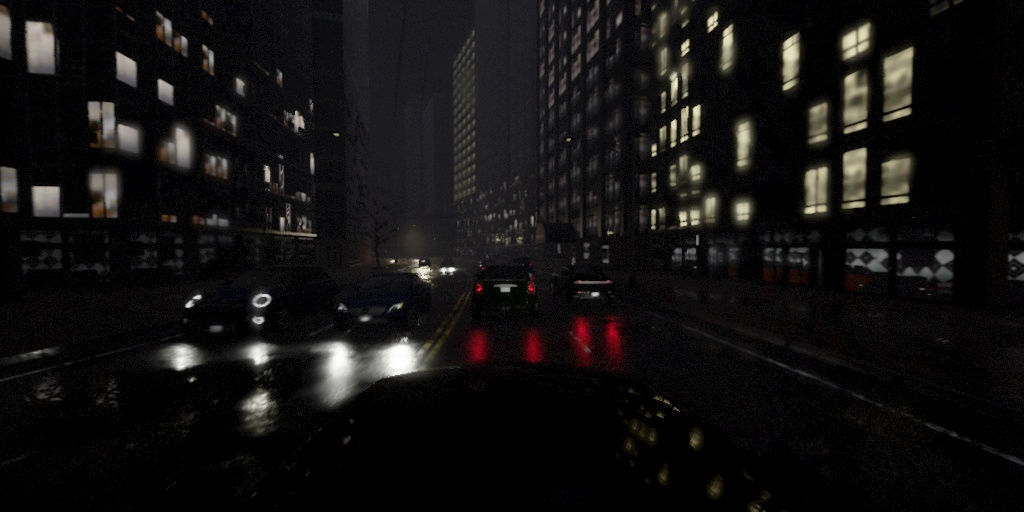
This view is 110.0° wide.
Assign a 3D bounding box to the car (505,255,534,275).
[{"bbox_3d":[0.662,0.830,35.273,2.097,1.767,4.553,0,1,-8],"label":"car"}]

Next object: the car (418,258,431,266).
[{"bbox_3d":[-12.988,0.947,53.545,2.033,1.411,5.357,0,1,-13],"label":"car"}]

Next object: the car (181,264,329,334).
[{"bbox_3d":[-6.876,1.057,10.441,2.097,1.767,4.553,0,0,-3],"label":"car"}]

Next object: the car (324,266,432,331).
[{"bbox_3d":[-3.636,1.218,10.925,1.812,1.442,4.674,0,0,-3],"label":"car"}]

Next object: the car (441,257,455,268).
[{"bbox_3d":[-9.329,0.881,51.982,2.128,1.511,4.902,0,1,-13],"label":"car"}]

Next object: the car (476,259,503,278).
[{"bbox_3d":[-2.103,1.066,32.023,2.033,1.411,5.357,0,0,-8],"label":"car"}]

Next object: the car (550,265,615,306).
[{"bbox_3d":[2.818,1.130,15.171,2.128,1.511,4.902,0,1,-4],"label":"car"}]

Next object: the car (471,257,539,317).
[{"bbox_3d":[-0.297,1.018,12.934,2.097,1.767,4.553,0,0,-3],"label":"car"}]
